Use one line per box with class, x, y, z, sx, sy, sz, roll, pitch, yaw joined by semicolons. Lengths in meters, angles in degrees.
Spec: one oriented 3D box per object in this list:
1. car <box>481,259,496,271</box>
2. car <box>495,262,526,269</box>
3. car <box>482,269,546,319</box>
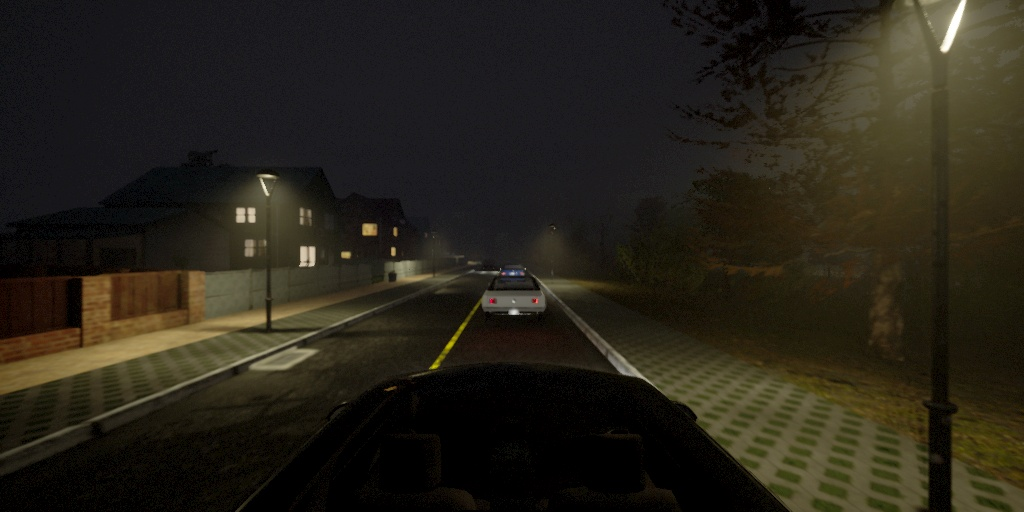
car;-2.837;1.083;45.867;1.882;1.535;5.008;0;0;0
car;0.064;1.220;26.599;2.033;1.411;5.357;0;0;0
car;0.072;1.321;12.550;1.895;1.301;4.718;0;0;0
